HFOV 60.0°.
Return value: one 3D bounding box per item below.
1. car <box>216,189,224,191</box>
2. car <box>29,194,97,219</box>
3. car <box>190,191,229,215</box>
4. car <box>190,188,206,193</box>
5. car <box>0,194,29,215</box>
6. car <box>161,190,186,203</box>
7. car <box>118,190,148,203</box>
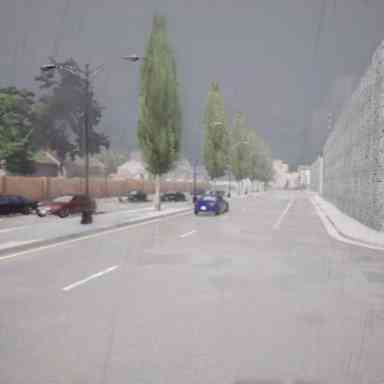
[{"bbox_3d":[4.678,0.096,60.226,1.895,1.301,4.718,1,2,18],"label":"car"},{"bbox_3d":[-8.130,0.867,22.036,1.812,1.442,4.674,1,2,19],"label":"car"},{"bbox_3d":[1.519,0.901,25.038,1.812,1.442,4.674,1,2,18],"label":"car"},{"bbox_3d":[1.211,-0.020,60.902,2.033,1.411,5.357,1,2,19],"label":"car"},{"bbox_3d":[-12.138,0.868,21.041,2.033,1.411,5.357,1,2,18],"label":"car"},{"bbox_3d":[-2.229,0.511,39.732,1.994,1.385,4.181,1,2,18],"label":"car"},{"bbox_3d":[-6.555,0.472,37.820,1.812,1.442,4.674,1,2,18],"label":"car"}]
